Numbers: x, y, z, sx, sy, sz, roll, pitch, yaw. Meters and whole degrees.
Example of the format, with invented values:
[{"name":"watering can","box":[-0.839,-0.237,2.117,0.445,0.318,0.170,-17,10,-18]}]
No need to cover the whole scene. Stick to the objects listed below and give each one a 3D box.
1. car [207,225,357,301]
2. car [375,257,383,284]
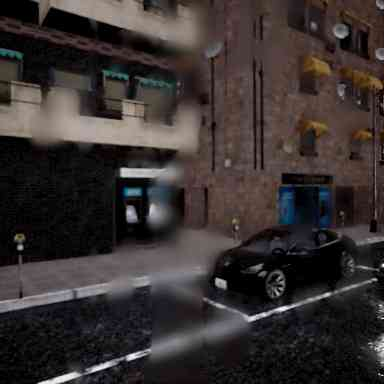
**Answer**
[{"name":"car","box":[2.381,1.537,8.263,4.313,1.339,1.947,0,0,-35]},{"name":"car","box":[6.622,1.504,8.097,5.357,1.411,2.033,0,0,-35]}]
